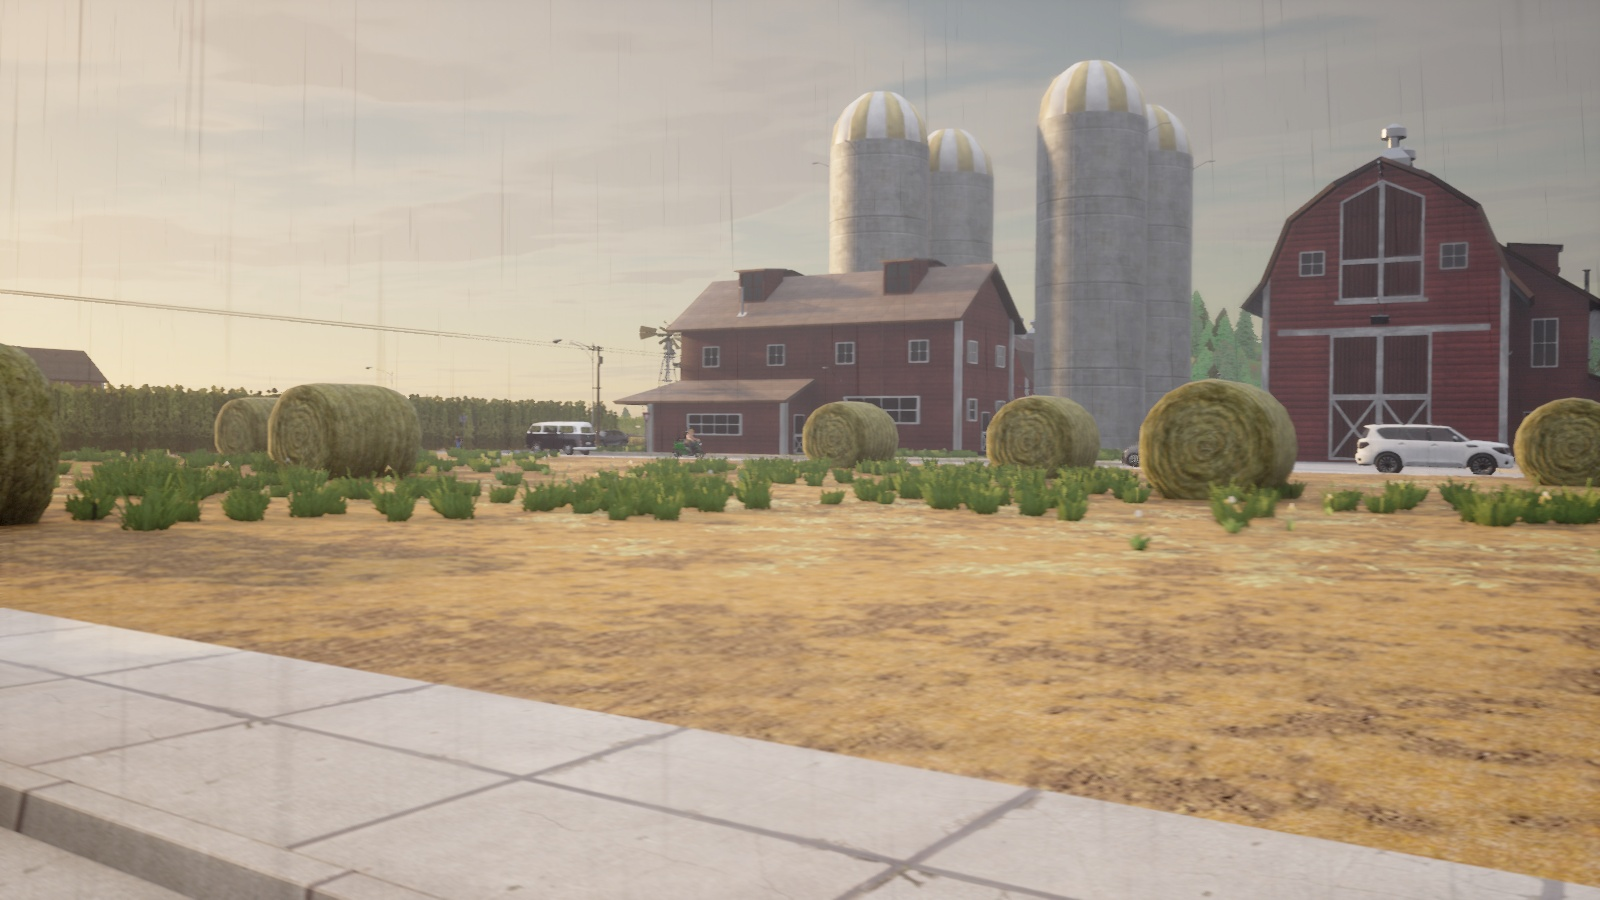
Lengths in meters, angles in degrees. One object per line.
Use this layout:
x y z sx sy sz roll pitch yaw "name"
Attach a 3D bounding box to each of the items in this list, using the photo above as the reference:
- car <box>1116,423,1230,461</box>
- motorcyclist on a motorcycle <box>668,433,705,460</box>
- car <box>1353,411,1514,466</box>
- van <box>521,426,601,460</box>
17.245 -0.380 58.099 4.611 1.667 2.242 -1 1 30 "car"
-6.482 -0.199 71.682 2.044 1.523 0.797 -1 1 30 "motorcyclist on a motorcycle"
25.013 -0.447 49.618 5.566 2.045 2.150 0 1 29 "car"
-14.537 -0.443 76.288 4.480 2.038 2.069 0 1 30 "van"
